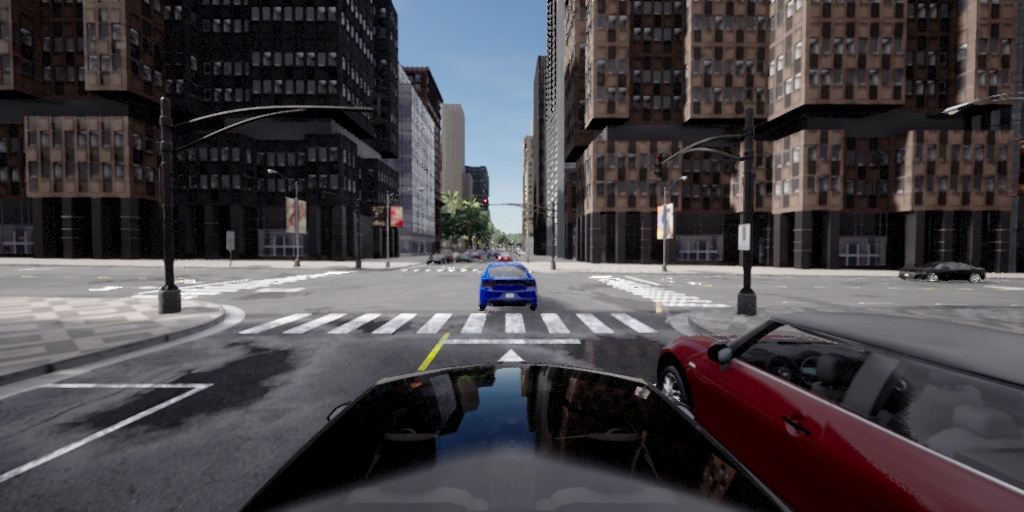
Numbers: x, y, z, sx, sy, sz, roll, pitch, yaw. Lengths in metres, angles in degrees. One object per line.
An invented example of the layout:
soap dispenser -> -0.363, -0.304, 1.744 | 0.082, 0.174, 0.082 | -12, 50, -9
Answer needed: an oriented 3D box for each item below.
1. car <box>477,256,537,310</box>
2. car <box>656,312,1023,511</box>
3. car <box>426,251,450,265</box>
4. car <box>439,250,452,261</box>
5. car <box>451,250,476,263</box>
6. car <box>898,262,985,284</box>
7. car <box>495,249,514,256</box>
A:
car -> -0.271, 0.970, 13.239 | 1.882, 1.535, 5.008 | 0, 2, -5
car -> 2.759, 1.164, 2.896 | 1.967, 1.591, 4.097 | 0, 0, 0
car -> -9.284, 0.386, 44.182 | 1.948, 1.339, 4.313 | 0, 0, -1
car -> -9.339, 0.027, 49.606 | 2.192, 1.841, 5.009 | 0, 0, -1
car -> -6.658, 0.253, 49.913 | 2.033, 1.411, 5.357 | 0, 1, 0
car -> 31.579, 1.162, 26.430 | 5.008, 1.535, 1.882 | 1, 1, -1
car -> -0.759, 0.258, 44.265 | 1.967, 1.591, 4.097 | 0, 0, -1
